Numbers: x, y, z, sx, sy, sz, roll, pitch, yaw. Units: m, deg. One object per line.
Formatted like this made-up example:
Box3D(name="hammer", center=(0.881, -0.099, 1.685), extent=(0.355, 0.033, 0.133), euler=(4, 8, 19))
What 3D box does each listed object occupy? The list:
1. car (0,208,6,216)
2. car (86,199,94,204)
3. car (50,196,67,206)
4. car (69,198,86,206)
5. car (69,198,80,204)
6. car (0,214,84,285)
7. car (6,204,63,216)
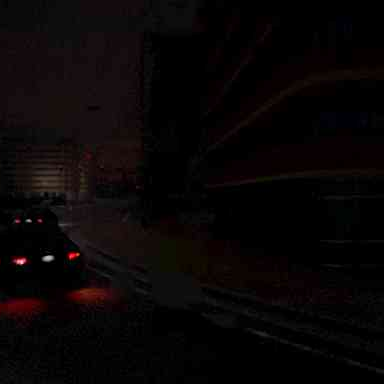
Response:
Box3D(name="car", center=(-13.637, 1.695, 22.259), extent=(2.128, 1.511, 4.902), euler=(0, 0, -11))
Box3D(name="car", center=(-26.196, 2.323, 84.766), extent=(1.895, 1.301, 4.718), euler=(0, 0, -8))
Box3D(name="car", center=(-27.499, 1.828, 68.688), extent=(2.150, 2.045, 5.566), euler=(0, 0, -8))
Box3D(name="car", center=(-24.035, 2.126, 69.194), extent=(1.812, 1.442, 4.674), euler=(0, 0, -8))
Box3D(name="car", center=(-29.667, 2.254, 84.317), extent=(1.812, 1.442, 4.674), euler=(0, 0, -8))
Box3D(name="car", center=(-4.803, 1.637, 9.932), extent=(2.033, 1.411, 5.357), euler=(0, -1, -34))
Box3D(name="car", center=(-10.009, 1.741, 21.681), extent=(2.033, 1.411, 5.357), euler=(0, 0, -13))
